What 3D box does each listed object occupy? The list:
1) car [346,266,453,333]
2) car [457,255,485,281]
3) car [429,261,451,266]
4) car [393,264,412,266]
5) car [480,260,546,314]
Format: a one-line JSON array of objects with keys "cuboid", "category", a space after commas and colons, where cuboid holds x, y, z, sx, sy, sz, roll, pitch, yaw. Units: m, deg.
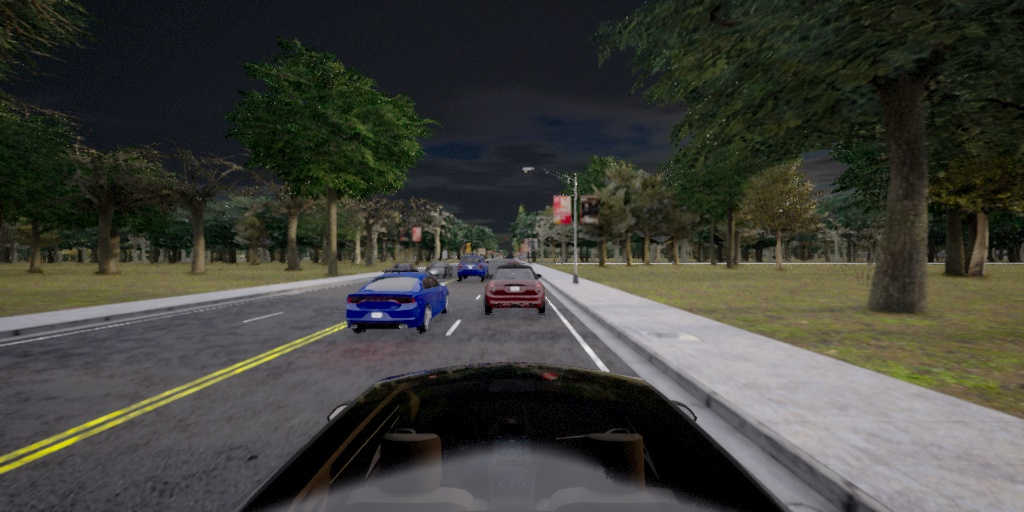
[{"cuboid": [-3.151, 1.227, 10.836, 1.882, 1.535, 5.008, 0, 0, 0], "category": "car"}, {"cuboid": [-3.150, 0.978, 29.769, 2.150, 2.045, 5.566, 0, 0, 0], "category": "car"}, {"cuboid": [-6.596, 1.249, 32.493, 2.128, 1.511, 4.902, 0, 0, 0], "category": "car"}, {"cuboid": [-9.849, 1.358, 31.777, 1.895, 1.301, 4.718, 0, 0, 0], "category": "car"}, {"cuboid": [0.100, 1.102, 13.910, 2.097, 1.767, 4.553, 0, 0, 0], "category": "car"}]
